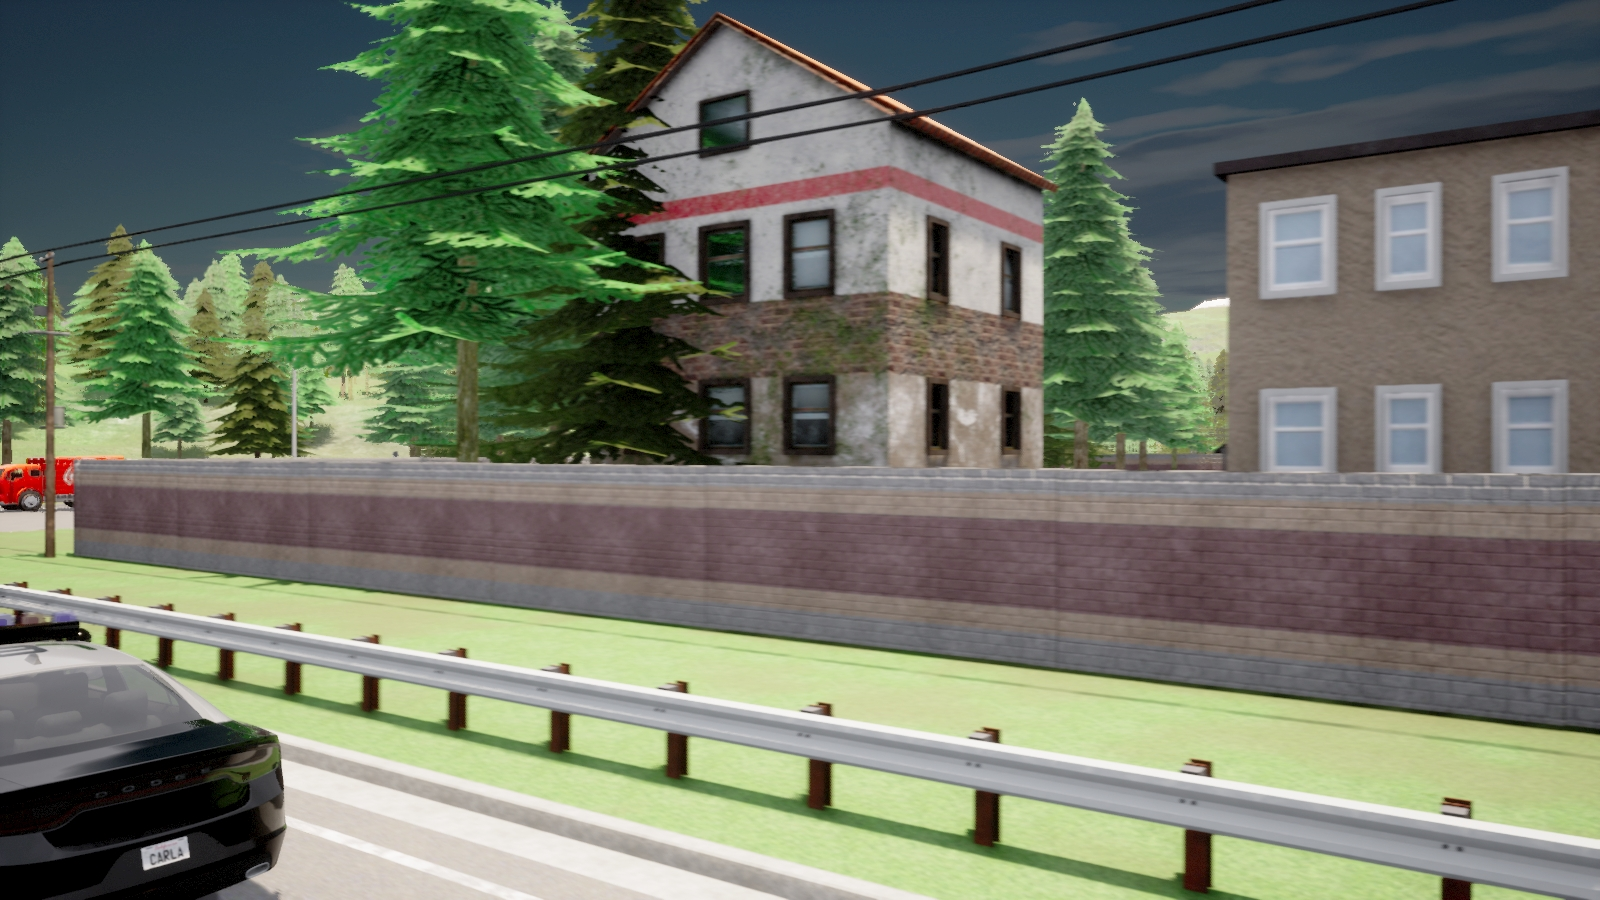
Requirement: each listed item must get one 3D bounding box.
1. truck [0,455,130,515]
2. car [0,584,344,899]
[{"bbox_3d":[-34.750,1.542,53.422,2.627,2.467,5.204,0,2,36],"label":"truck"},{"bbox_3d":[-5.556,1.982,7.676,5.238,1.638,2.097,0,0,35],"label":"car"}]
